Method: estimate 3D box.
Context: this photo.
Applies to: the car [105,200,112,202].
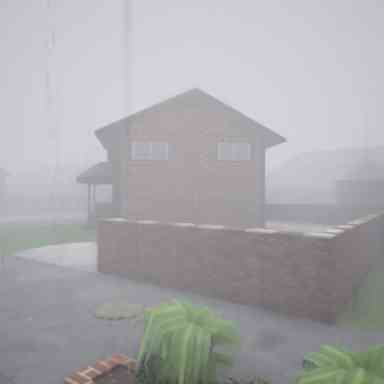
[{"bbox_3d":[-8.368,1.273,41.487,2.150,2.045,5.566,0,0,36],"label":"car"}]
